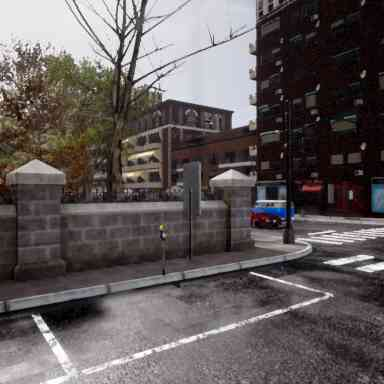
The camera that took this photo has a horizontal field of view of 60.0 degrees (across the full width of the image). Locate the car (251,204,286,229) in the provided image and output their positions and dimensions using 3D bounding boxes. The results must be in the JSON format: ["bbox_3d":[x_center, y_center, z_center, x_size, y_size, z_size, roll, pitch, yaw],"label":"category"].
[{"bbox_3d":[4.451,1.834,24.264,1.994,1.385,4.181,0,-1,-36],"label":"car"}]

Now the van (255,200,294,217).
[{"bbox_3d":[7.304,1.643,30.180,1.690,1.788,3.998,-1,0,-36],"label":"van"}]
